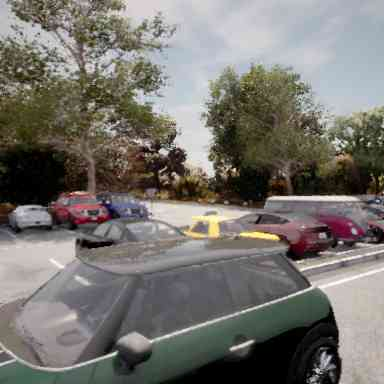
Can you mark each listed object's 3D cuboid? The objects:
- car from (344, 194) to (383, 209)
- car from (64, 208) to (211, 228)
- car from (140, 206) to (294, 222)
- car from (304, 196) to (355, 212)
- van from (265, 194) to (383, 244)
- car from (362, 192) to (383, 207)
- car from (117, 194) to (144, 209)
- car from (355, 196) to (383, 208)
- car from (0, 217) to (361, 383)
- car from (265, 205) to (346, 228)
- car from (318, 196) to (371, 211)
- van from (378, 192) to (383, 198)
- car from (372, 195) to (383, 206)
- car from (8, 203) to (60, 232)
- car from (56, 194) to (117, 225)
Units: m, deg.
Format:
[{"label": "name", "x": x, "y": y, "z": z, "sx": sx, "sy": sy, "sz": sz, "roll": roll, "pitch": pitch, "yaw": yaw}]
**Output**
[{"label": "car", "x": 22.196, "y": 1.124, "z": 42.482, "sx": 2.185, "sy": 1.767, "sz": 4.553, "roll": 0, "pitch": 0, "yaw": -36}, {"label": "car", "x": -1.714, "y": 1.443, "z": 9.243, "sx": 2.097, "sy": 1.535, "sz": 5.008, "roll": 0, "pitch": 0, "yaw": -36}, {"label": "car", "x": 0.452, "y": 1.425, "z": 11.028, "sx": 1.946, "sy": 1.575, "sz": 5.366, "roll": 0, "pitch": 0, "yaw": -36}, {"label": "car", "x": 15.439, "y": 1.292, "z": 37.616, "sx": 2.231, "sy": 1.521, "sz": 4.892, "roll": 0, "pitch": 0, "yaw": -36}, {"label": "van", "x": 5.186, "y": 1.174, "z": 14.044, "sx": 1.878, "sy": 1.987, "sz": 4.442, "roll": 0, "pitch": 0, "yaw": -36}, {"label": "car", "x": 26.712, "y": 0.970, "z": 45.711, "sx": 2.435, "sy": 2.045, "sz": 5.566, "roll": 0, "pitch": 0, "yaw": -36}, {"label": "car", "x": -5.054, "y": 1.165, "z": 22.909, "sx": 2.435, "sy": 2.045, "sz": 5.566, "roll": 0, "pitch": 0, "yaw": -36}, {"label": "car", "x": 24.490, "y": 1.265, "z": 44.050, "sx": 2.163, "sy": 1.488, "sz": 4.792, "roll": 0, "pitch": 0, "yaw": -36}, {"label": "car", "x": -0.597, "y": 1.343, "z": 3.260, "sx": 4.553, "sy": 1.767, "sz": 2.097, "roll": 0, "pitch": 0, "yaw": -36}, {"label": "car", "x": 2.823, "y": 1.443, "z": 12.532, "sx": 2.163, "sy": 1.488, "sz": 4.792, "roll": 0, "pitch": 0, "yaw": -36}, {"label": "car", "x": 17.809, "y": 1.274, "z": 39.076, "sx": 1.946, "sy": 1.575, "sz": 5.366, "roll": 0, "pitch": 0, "yaw": -36}, {"label": "van", "x": 14.305, "y": 1.118, "z": 20.570, "sx": 1.878, "sy": 1.987, "sz": 4.442, "roll": 0, "pitch": 0, "yaw": -36}, {"label": "car", "x": 28.879, "y": 1.205, "z": 47.455, "sx": 1.946, "sy": 1.575, "sz": 5.366, "roll": 0, "pitch": 0, "yaw": -36}, {"label": "car", "x": -9.597, "y": 1.486, "z": 19.689, "sx": 2.002, "sy": 1.452, "sz": 4.674, "roll": 0, "pitch": 0, "yaw": -36}, {"label": "car", "x": -7.218, "y": 1.178, "z": 21.359, "sx": 2.435, "sy": 2.045, "sz": 5.566, "roll": 0, "pitch": 0, "yaw": -36}]
